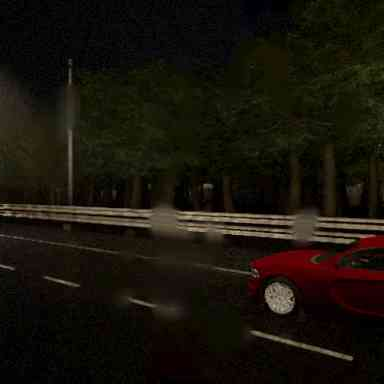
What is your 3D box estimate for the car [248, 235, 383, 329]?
[{"bbox_3d":[3.408,1.496,5.737,5.008,1.535,1.882,0,0,36],"label":"car"}]
